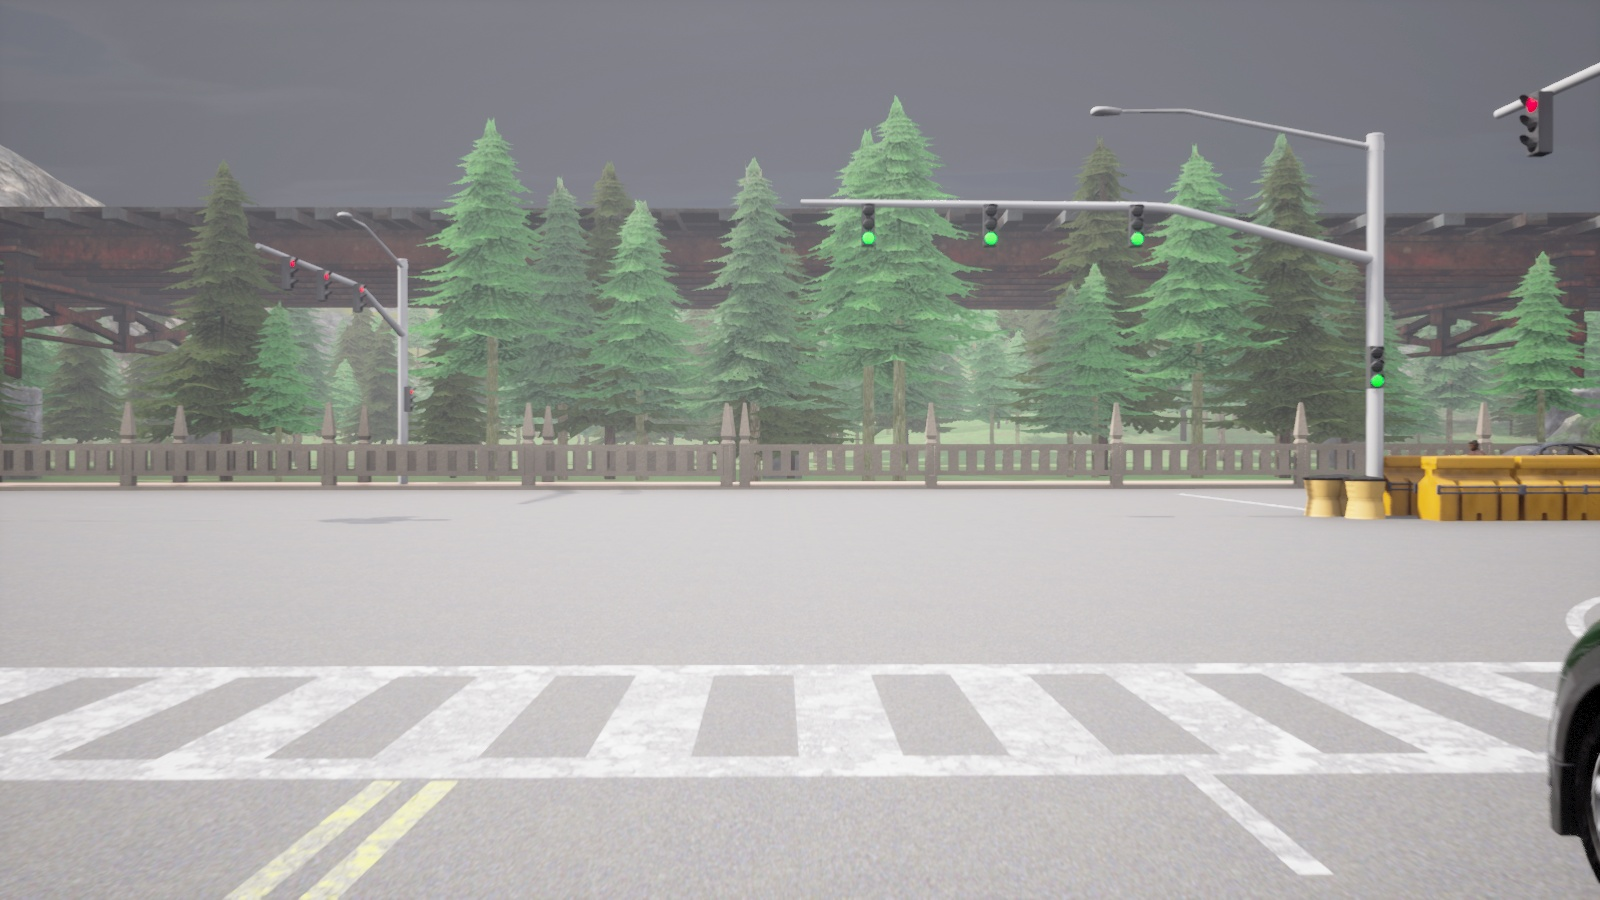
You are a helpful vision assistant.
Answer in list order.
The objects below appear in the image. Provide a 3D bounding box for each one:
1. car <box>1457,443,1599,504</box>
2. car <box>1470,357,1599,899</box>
[{"bbox_3d":[19.565,0.606,32.950,3.705,1.549,1.789,0,0,-1],"label":"car"},{"bbox_3d":[3.535,0.597,2.406,2.097,1.767,4.553,0,0,0],"label":"car"}]
